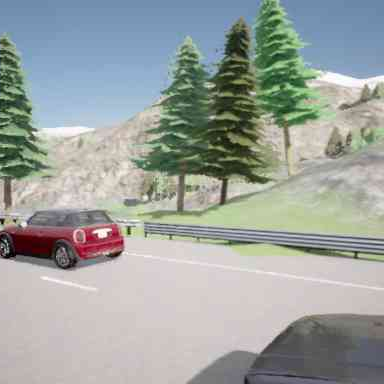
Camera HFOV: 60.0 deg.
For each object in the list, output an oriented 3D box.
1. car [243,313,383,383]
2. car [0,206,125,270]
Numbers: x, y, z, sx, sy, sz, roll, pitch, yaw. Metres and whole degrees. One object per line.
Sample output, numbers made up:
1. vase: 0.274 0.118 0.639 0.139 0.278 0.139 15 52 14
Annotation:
1. car: 2.948 1.505 1.911 5.357 1.411 2.033 0 0 36
2. car: -4.467 1.314 11.119 4.553 1.767 2.097 0 0 33
